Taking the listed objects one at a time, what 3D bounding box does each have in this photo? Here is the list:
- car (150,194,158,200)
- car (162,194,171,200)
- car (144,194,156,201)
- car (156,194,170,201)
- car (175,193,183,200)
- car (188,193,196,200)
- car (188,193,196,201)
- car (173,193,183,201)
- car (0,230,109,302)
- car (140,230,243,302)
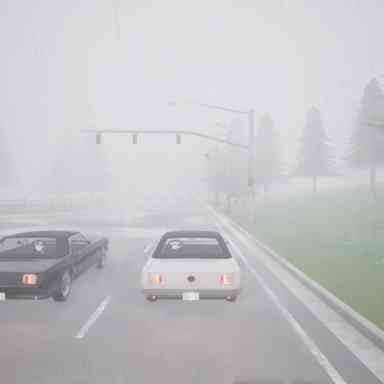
[{"bbox_3d":[-10.577,1.357,92.484,1.812,1.442,4.674,0,0,0],"label":"car"},{"bbox_3d":[-7.077,1.372,92.487,2.033,1.411,5.357,0,0,0],"label":"car"},{"bbox_3d":[-10.569,1.588,82.511,1.895,1.301,4.718,0,0,0],"label":"car"},{"bbox_3d":[-7.069,1.517,82.067,2.128,1.511,4.902,0,0,0],"label":"car"},{"bbox_3d":[-3.577,1.187,92.460,2.097,1.767,4.553,0,0,0],"label":"car"},{"bbox_3d":[-0.077,1.187,92.463,2.097,1.767,4.553,0,0,0],"label":"car"},{"bbox_3d":[-0.069,1.517,82.073,2.128,1.511,4.902,0,0,0],"label":"car"},{"bbox_3d":[-3.569,1.348,82.456,2.097,1.767,4.553,0,0,0],"label":"car"},{"bbox_3d":[-3.494,1.601,8.233,1.895,1.301,4.718,0,0,0],"label":"car"},{"bbox_3d":[0.006,1.601,8.236,1.895,1.301,4.718,0,0,0],"label":"car"}]
